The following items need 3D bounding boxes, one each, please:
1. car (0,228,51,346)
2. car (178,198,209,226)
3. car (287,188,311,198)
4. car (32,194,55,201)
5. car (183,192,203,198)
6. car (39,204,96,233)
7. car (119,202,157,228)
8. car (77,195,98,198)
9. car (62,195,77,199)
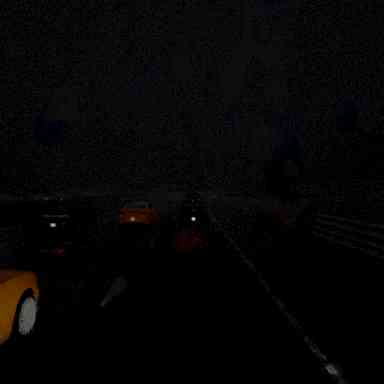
[{"bbox_3d":[-3.402,1.463,3.399,1.882,1.535,5.008,0,0,0],"label":"car"},{"bbox_3d":[0.093,1.402,22.786,1.837,1.490,4.892,0,0,0],"label":"car"},{"bbox_3d":[20.239,0.292,63.257,2.150,2.045,5.566,0,-2,-16],"label":"car"},{"bbox_3d":[-24.564,1.083,55.210,2.097,1.767,4.553,0,0,1],"label":"car"},{"bbox_3d":[0.081,1.037,40.123,2.150,2.045,5.566,0,1,0],"label":"car"},{"bbox_3d":[-6.905,1.409,18.958,2.128,1.511,4.902,0,0,0],"label":"car"},{"bbox_3d":[-3.406,1.383,21.563,1.882,1.535,5.008,0,0,0],"label":"car"},{"bbox_3d":[-17.567,1.208,57.761,2.128,1.511,4.902,0,0,0],"label":"car"},{"bbox_3d":[-21.063,1.221,57.752,1.837,1.490,4.892,0,0,1],"label":"car"}]
